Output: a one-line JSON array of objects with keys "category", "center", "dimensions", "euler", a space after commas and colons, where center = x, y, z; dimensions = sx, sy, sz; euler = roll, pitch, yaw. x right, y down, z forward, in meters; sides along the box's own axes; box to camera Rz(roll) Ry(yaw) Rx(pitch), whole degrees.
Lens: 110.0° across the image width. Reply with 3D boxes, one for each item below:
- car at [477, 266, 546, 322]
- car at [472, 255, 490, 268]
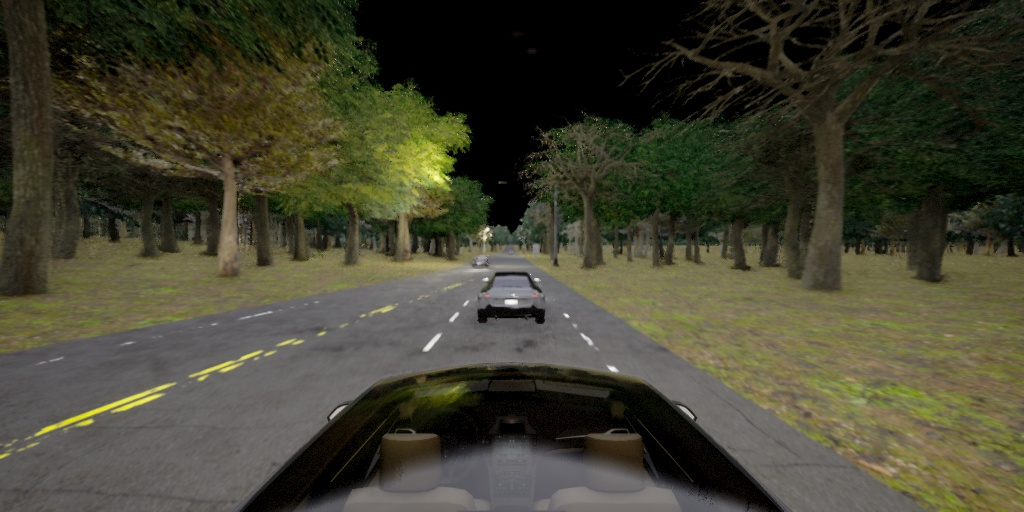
[{"category": "car", "center": [-0.024, 1.191, 11.689], "dimensions": [1.994, 1.385, 4.181], "euler": [0, 1, 0]}, {"category": "car", "center": [-3.644, 0.646, 42.512], "dimensions": [2.128, 1.511, 4.902], "euler": [0, 1, 1]}]
